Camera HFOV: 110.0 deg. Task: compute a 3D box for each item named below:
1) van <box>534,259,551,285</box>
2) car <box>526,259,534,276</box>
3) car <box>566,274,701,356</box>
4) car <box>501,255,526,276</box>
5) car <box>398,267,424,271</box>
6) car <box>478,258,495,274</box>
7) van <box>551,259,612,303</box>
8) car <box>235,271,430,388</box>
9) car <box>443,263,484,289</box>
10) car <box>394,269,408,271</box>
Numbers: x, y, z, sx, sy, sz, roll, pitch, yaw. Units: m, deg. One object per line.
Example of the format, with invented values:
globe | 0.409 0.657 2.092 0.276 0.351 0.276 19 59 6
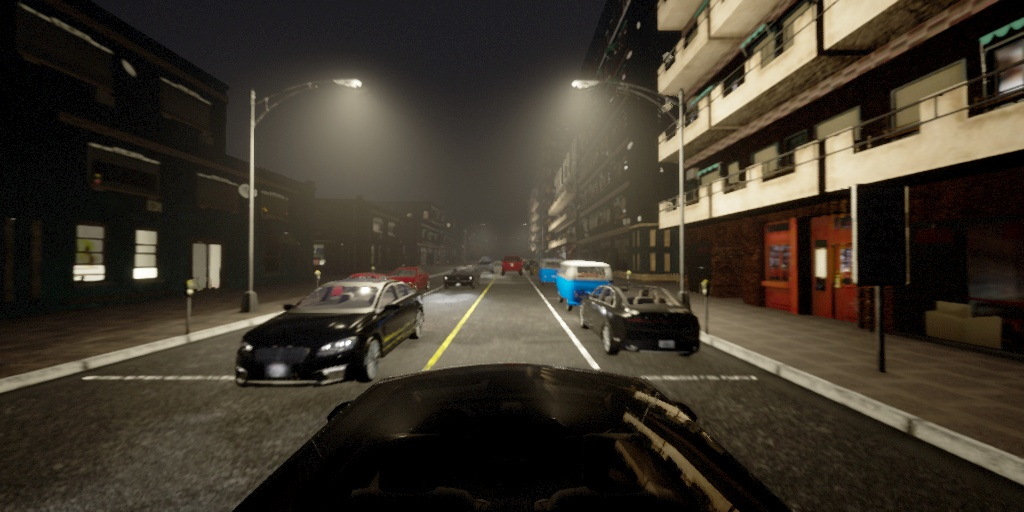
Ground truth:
van | 2.689 1.081 25.170 1.690 1.789 3.998 0 0 0
car | 2.687 1.257 36.501 1.751 1.417 4.829 0 0 0
car | 2.691 1.298 8.428 2.007 1.370 4.403 0 0 0
car | -0.004 0.952 37.526 2.150 2.045 5.566 0 0 0
car | -5.692 1.288 19.552 1.888 1.381 4.507 0 0 0
car | -3.014 1.252 41.404 1.812 1.442 4.674 0 0 0
van | 2.690 1.086 14.007 1.690 1.789 3.998 0 0 0
car | -3.097 1.237 7.185 2.128 1.511 4.902 0 0 0
car | -3.097 1.342 22.850 1.895 1.301 4.718 0 0 0
car | -5.691 1.327 13.971 1.802 1.307 4.207 0 0 0
